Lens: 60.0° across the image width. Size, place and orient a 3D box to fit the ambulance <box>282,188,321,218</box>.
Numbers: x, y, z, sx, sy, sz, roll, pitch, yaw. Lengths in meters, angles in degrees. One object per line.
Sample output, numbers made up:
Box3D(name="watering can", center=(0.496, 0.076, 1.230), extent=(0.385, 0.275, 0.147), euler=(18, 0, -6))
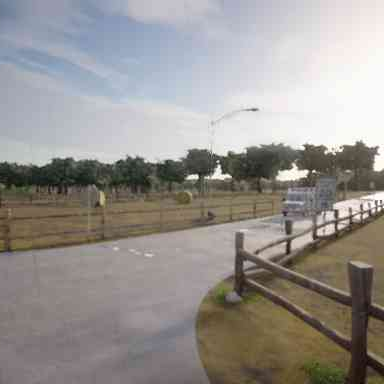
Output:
Box3D(name="ambulance", center=(9.963, 0.853, 29.594), extent=(2.351, 2.431, 6.366), euler=(2, 2, 35))
